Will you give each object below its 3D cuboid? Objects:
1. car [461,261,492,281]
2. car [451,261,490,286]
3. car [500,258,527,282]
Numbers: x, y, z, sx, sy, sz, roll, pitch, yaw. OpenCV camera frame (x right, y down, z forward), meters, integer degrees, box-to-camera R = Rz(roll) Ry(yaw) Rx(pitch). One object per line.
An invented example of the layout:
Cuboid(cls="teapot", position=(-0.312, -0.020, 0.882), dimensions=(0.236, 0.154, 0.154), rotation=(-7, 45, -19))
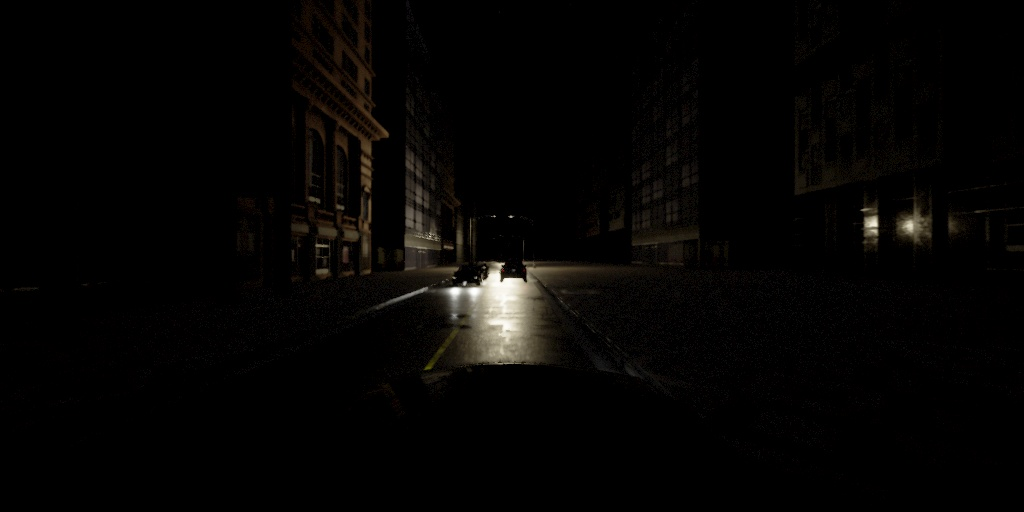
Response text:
Cuboid(cls="car", position=(-2.934, 1.228, 30.637), dimensions=(2.128, 1.511, 4.902), rotation=(0, 0, 0))
Cuboid(cls="car", position=(-2.948, 1.286, 25.258), dimensions=(2.033, 1.411, 5.357), rotation=(0, 0, 0))
Cuboid(cls="car", position=(0.132, 1.095, 29.079), dimensions=(2.097, 1.767, 4.553), rotation=(0, 0, 0))
